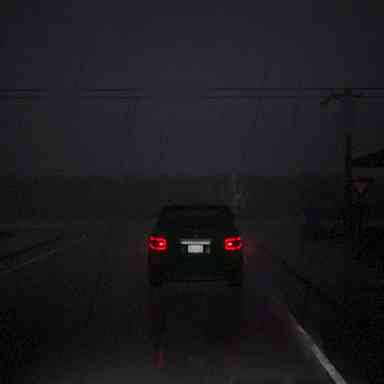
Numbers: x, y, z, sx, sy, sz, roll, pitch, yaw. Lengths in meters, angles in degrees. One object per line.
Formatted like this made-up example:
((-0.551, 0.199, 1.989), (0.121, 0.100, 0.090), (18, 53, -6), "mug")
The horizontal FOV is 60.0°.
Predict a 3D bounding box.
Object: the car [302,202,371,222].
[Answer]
((11.159, 1.507, 25.824), (5.008, 1.535, 1.882), (0, 0, 1), "car")

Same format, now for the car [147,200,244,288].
((0.093, 1.224, 9.373), (2.150, 2.045, 5.566), (0, 0, 0), "car")
